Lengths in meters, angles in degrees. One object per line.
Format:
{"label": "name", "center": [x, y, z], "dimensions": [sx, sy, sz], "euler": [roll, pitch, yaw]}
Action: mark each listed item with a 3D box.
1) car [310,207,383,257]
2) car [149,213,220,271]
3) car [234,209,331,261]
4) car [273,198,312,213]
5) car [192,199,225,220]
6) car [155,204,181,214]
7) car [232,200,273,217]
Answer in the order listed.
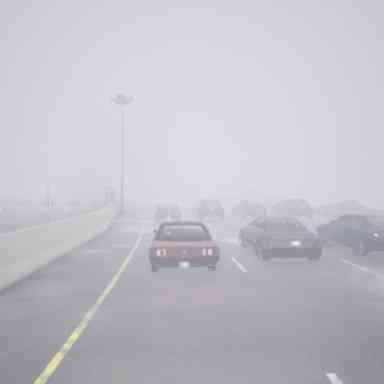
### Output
{"label": "car", "center": [6.515, 1.499, 12.769], "dimensions": [1.812, 1.442, 4.674], "euler": [0, 0, -4]}
{"label": "car", "center": [-0.329, 1.593, 10.844], "dimensions": [1.895, 1.301, 4.718], "euler": [0, 0, -3]}
{"label": "car", "center": [3.053, 1.546, 12.219], "dimensions": [1.994, 1.385, 4.181], "euler": [0, 0, -4]}
{"label": "car", "center": [8.329, 1.307, 28.211], "dimensions": [2.097, 1.767, 4.553], "euler": [0, 0, -8]}
{"label": "car", "center": [1.281, 1.325, 28.022], "dimensions": [2.097, 1.767, 4.553], "euler": [0, 0, -9]}
{"label": "car", "center": [-2.014, 1.584, 26.628], "dimensions": [1.895, 1.301, 4.718], "euler": [0, 0, -8]}
{"label": "car", "center": [4.772, 1.456, 28.367], "dimensions": [2.128, 1.511, 4.902], "euler": [0, 0, -9]}
